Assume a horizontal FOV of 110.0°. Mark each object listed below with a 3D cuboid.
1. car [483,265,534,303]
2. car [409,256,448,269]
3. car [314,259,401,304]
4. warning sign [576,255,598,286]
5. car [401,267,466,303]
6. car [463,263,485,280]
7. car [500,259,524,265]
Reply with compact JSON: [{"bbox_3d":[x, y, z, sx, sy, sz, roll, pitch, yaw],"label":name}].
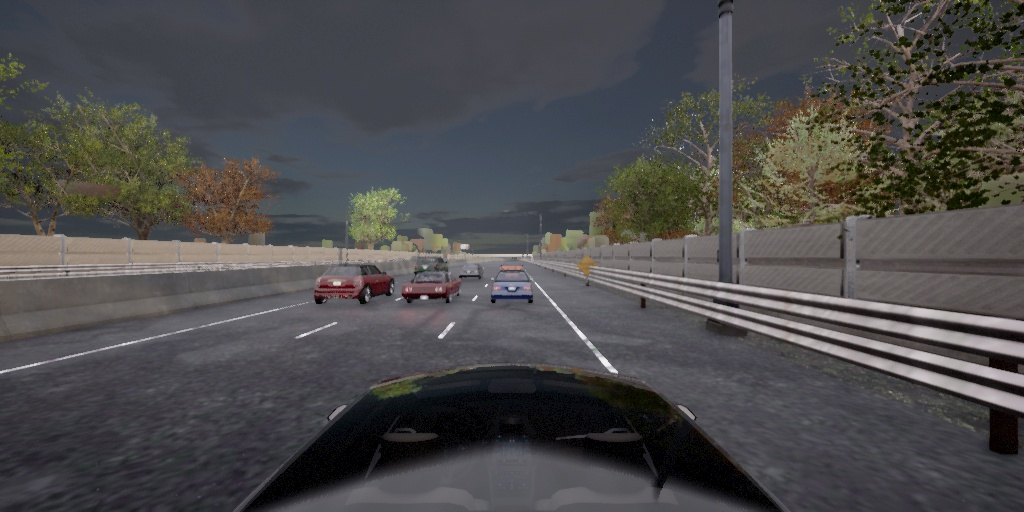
[{"bbox_3d":[0.000,1.317,16.500,2.033,1.411,5.357,0,0,0],"label":"car"},{"bbox_3d":[-7.000,1.025,31.531,2.150,2.045,5.566,0,0,0],"label":"car"},{"bbox_3d":[-7.000,1.120,16.470,2.097,1.767,4.553,0,0,0],"label":"car"},{"bbox_3d":[4.550,0.871,21.754,1.300,1.860,1.060,0,0,0],"label":"warning sign"},{"bbox_3d":[-3.500,1.370,16.530,1.895,1.301,4.718,0,0,0],"label":"car"},{"bbox_3d":[-3.500,1.330,31.501,2.033,1.411,5.357,0,0,0],"label":"car"},{"bbox_3d":[0.000,1.133,31.471,2.097,1.767,4.553,0,0,0],"label":"car"}]
